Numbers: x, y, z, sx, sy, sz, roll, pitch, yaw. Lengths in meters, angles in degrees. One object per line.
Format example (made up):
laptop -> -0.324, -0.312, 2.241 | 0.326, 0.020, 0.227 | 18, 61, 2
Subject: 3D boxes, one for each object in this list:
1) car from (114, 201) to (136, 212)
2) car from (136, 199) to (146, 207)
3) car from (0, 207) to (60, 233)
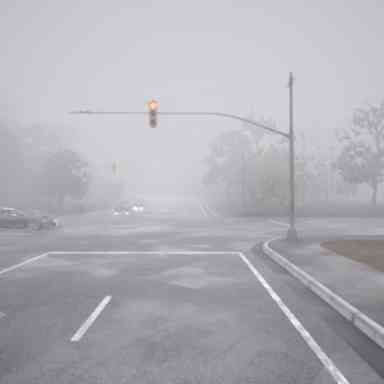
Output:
car -> -10.534, 2.149, 51.407 | 2.097, 1.767, 4.553 | 0, 0, 0
car -> -10.453, 2.124, 66.989 | 2.128, 1.511, 4.902 | 0, 1, 0
car -> -10.570, 1.673, 20.343 | 4.902, 1.511, 2.128 | 0, -1, 5
